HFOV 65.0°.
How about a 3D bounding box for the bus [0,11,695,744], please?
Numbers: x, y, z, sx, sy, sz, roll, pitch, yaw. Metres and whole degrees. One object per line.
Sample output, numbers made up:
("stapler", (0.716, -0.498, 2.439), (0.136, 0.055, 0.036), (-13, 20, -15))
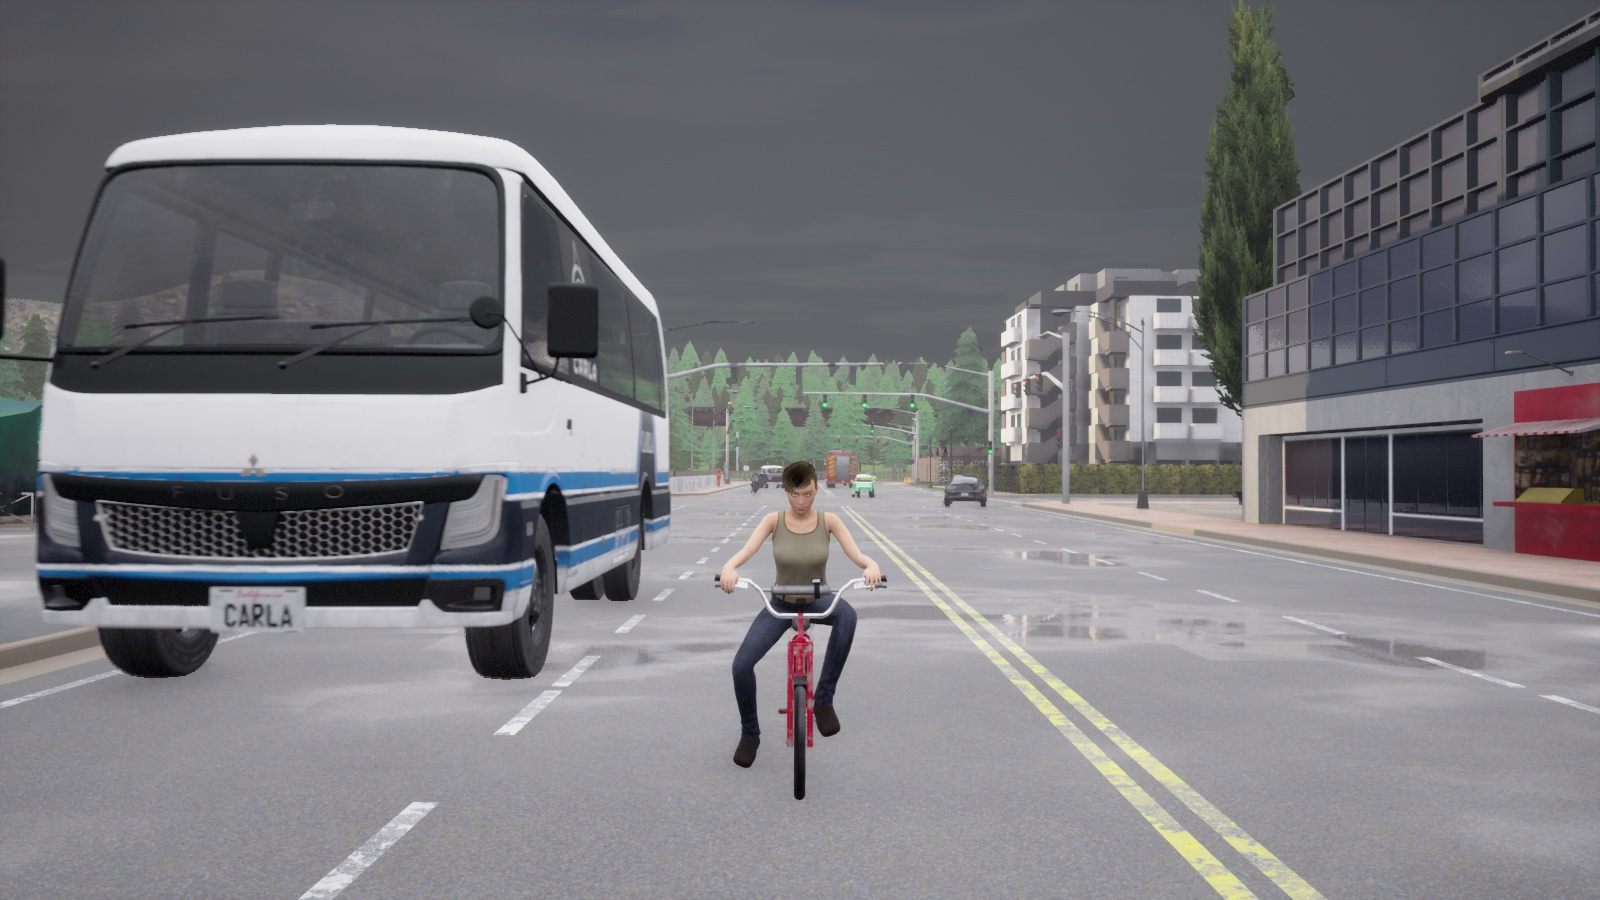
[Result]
("bus", (-3.469, -0.340, 12.437), (3.944, 4.253, 10.273), (0, -1, 0))

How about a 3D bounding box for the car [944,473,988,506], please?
("car", (7.628, 1.773, 57.503), (1.812, 1.442, 4.674), (-1, -1, 9))

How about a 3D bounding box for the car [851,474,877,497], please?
("car", (3.809, 2.109, 74.910), (1.481, 1.376, 2.207), (0, -1, 0))

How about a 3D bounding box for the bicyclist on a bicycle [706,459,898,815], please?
("bicyclist on a bicycle", (0.010, 0.859, 6.460), (0.866, 1.612, 1.509), (0, -1, 0))
